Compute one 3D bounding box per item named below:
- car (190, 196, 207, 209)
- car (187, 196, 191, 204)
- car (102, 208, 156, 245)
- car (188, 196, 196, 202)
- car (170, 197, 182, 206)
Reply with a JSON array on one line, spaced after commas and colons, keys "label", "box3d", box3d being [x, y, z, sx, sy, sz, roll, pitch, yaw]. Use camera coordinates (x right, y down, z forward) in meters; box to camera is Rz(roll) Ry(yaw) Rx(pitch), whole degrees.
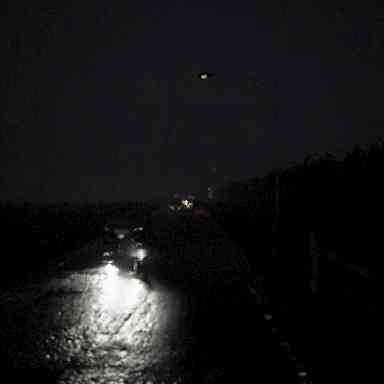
[{"label": "car", "box3d": [1.001, 1.578, 46.200, 1.837, 1.490, 4.892, 0, 0, 0]}, {"label": "car", "box3d": [0.054, 1.594, 63.765, 2.128, 1.511, 4.902, 0, 0, 0]}, {"label": "car", "box3d": [-2.837, 1.515, 15.791, 2.128, 1.511, 4.902, 0, 0, 0]}, {"label": "car", "box3d": [0.063, 1.537, 74.554, 1.812, 1.442, 4.674, 0, 0, 0]}, {"label": "car", "box3d": [-2.743, 1.640, 57.858, 2.033, 1.411, 5.357, 0, 0, 1]}]
